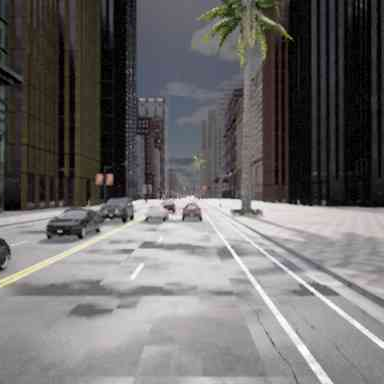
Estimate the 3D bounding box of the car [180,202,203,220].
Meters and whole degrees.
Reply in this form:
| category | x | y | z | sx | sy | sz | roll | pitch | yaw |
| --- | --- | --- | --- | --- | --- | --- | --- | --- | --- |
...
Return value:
| category | x | y | z | sx | sy | sz | roll | pitch | yaw |
| --- | --- | --- | --- | --- | --- | --- | --- | --- | --- |
| car | -0.002 | 1.874 | 31.594 | 1.812 | 1.442 | 4.674 | 0 | 0 | 0 |

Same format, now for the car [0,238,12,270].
| category | x | y | z | sx | sy | sz | roll | pitch | yaw |
| --- | --- | --- | --- | --- | --- | --- | --- | --- | --- |
| car | -6.588 | 1.660 | 8.645 | 1.994 | 1.385 | 4.181 | 0 | -1 | 0 |

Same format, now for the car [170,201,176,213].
| category | x | y | z | sx | sy | sz | roll | pitch | yaw |
| --- | --- | --- | --- | --- | --- | --- | --- | --- | --- |
| car | -3.209 | 1.978 | 45.405 | 1.882 | 1.535 | 5.008 | 0 | 0 | 1 |

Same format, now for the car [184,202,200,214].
| category | x | y | z | sx | sy | sz | roll | pitch | yaw |
| --- | --- | --- | --- | --- | --- | --- | --- | --- | --- |
| car | 0.015 | 2.028 | 43.558 | 2.033 | 1.411 | 5.357 | 0 | -1 | 0 |

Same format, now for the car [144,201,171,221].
| category | x | y | z | sx | sy | sz | roll | pitch | yaw |
| --- | --- | --- | --- | --- | --- | --- | --- | --- | --- |
| car | -3.248 | 1.870 | 31.195 | 1.812 | 1.442 | 4.674 | 0 | -1 | 0 |

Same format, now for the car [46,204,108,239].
| category | x | y | z | sx | sy | sz | roll | pitch | yaw |
| --- | --- | --- | --- | --- | --- | --- | --- | --- | --- |
| car | -6.505 | 1.686 | 18.876 | 1.882 | 1.535 | 5.008 | 0 | -1 | 0 |

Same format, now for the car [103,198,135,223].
| category | x | y | z | sx | sy | sz | roll | pitch | yaw |
| --- | --- | --- | --- | --- | --- | --- | --- | --- | --- |
| car | -6.507 | 1.546 | 29.491 | 2.150 | 2.045 | 5.566 | 0 | -1 | 0 |
